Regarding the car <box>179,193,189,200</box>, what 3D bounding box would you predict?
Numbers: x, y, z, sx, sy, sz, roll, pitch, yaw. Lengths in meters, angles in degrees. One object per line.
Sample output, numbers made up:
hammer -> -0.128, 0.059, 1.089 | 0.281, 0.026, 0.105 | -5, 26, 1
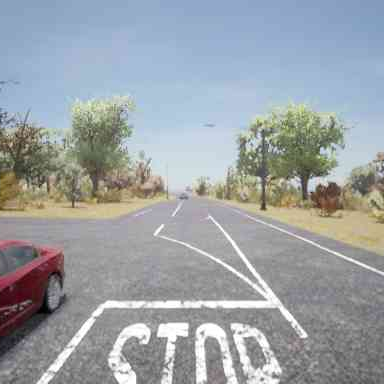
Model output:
car -> -2.219, 1.228, 92.114 | 2.150, 2.045, 5.566 | 0, 0, 6

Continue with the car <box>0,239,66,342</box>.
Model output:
car -> -3.499, 1.487, 4.757 | 1.882, 1.535, 5.008 | 0, 0, 0
